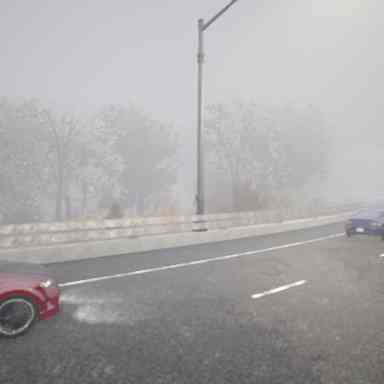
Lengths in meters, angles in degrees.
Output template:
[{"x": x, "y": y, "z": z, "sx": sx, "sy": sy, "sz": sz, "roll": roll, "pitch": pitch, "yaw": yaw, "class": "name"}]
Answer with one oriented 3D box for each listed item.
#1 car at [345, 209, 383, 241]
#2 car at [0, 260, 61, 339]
[{"x": 9.420, "y": 1.592, "z": 17.043, "sx": 1.812, "sy": 1.442, "sz": 4.674, "roll": 0, "pitch": 0, "yaw": 45, "class": "car"}, {"x": -4.303, "y": 1.566, "z": 5.156, "sx": 4.181, "sy": 1.385, "sz": 1.994, "roll": 0, "pitch": 0, "yaw": -36, "class": "car"}]
